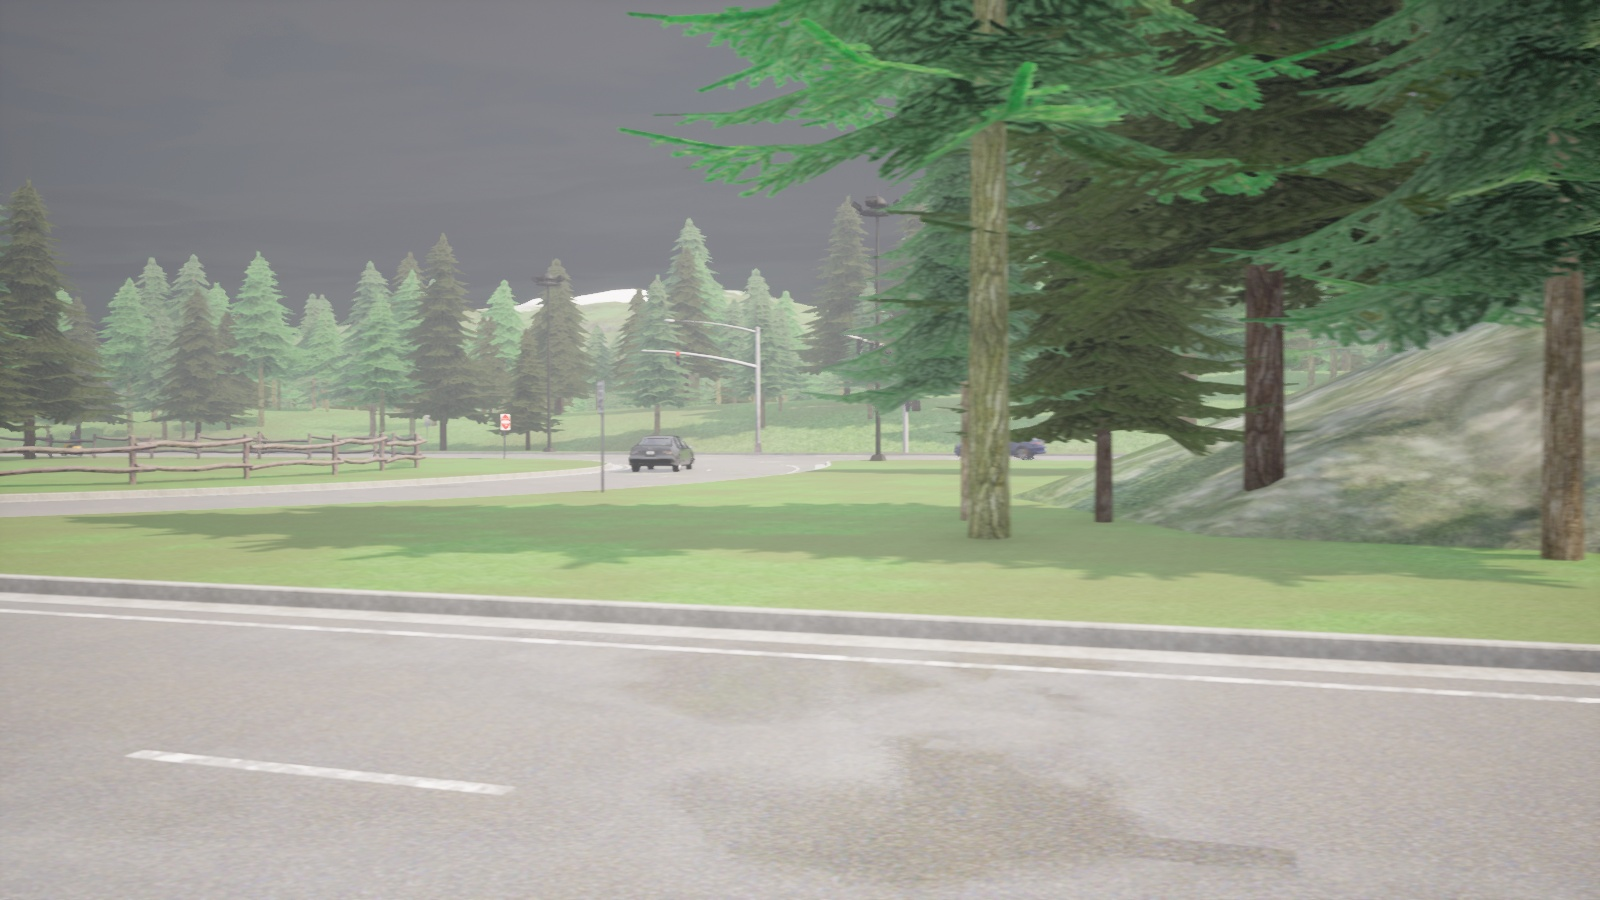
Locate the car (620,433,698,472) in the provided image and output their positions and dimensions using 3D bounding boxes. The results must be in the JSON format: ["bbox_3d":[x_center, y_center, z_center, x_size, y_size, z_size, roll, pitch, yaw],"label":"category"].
[{"bbox_3d":[-5.405,0.072,48.796,2.033,1.411,5.357,0,1,4],"label":"car"}]

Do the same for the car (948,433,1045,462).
[{"bbox_3d":[10.012,-0.135,63.985,4.674,1.442,1.812,1,1,19],"label":"car"}]
